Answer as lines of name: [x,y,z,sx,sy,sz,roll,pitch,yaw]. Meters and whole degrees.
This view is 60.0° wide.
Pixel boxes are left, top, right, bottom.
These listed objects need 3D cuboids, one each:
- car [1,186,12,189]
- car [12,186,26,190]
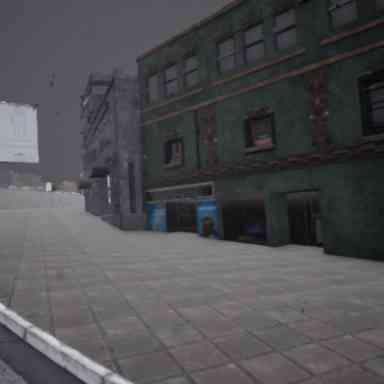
car: [-45.796,-0.888,78.558,2.002,1.452,4.674,-4,-3,9]
car: [-45.037,-0.704,83.923,2.231,1.521,4.892,-4,-3,8]
